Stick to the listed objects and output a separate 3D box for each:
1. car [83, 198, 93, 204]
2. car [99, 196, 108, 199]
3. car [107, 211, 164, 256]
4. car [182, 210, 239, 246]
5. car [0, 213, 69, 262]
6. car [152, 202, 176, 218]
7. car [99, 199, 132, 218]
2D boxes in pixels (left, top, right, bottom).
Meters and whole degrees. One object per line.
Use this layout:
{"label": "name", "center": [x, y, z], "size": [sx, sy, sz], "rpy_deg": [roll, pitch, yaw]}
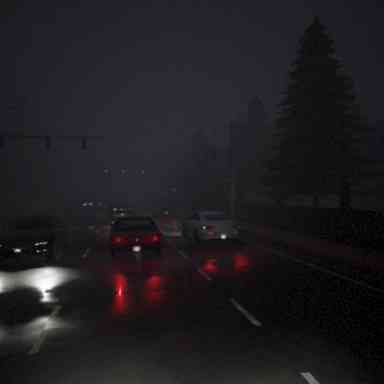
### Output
{"label": "car", "center": [-23.427, 1.940, 75.124], "size": [1.994, 1.385, 4.181], "rpy_deg": [0, 0, -16]}
{"label": "car", "center": [-20.528, 1.736, 77.473], "size": [2.097, 1.767, 4.553], "rpy_deg": [0, 0, -16]}
{"label": "car", "center": [-2.356, 1.662, 13.558], "size": [1.895, 1.301, 4.718], "rpy_deg": [0, 0, -12]}
{"label": "car", "center": [0.776, 1.578, 15.622], "size": [1.812, 1.442, 4.674], "rpy_deg": [0, 0, -12]}
{"label": "car", "center": [-5.856, 1.582, 12.569], "size": [1.837, 1.490, 4.892], "rpy_deg": [0, -1, -12]}
{"label": "car", "center": [-2.726, 1.652, 31.355], "size": [1.812, 1.442, 4.674], "rpy_deg": [0, 0, -12]}
{"label": "car", "center": [-6.605, 1.631, 29.441], "size": [2.128, 1.511, 4.902], "rpy_deg": [0, 0, -22]}
